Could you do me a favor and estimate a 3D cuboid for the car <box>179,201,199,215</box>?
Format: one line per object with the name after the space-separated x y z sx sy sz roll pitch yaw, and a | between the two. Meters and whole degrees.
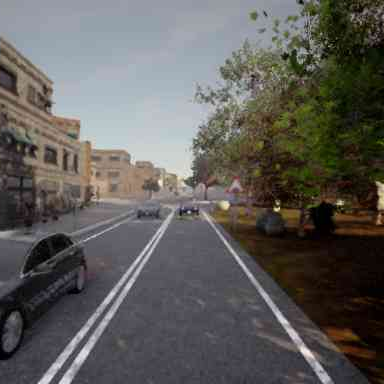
-0.254 1.539 32.653 1.895 1.301 4.718 0 0 0 | car

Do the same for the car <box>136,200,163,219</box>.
-3.574 1.476 28.618 1.837 1.490 4.892 0 0 -1 | car

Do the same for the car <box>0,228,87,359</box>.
-3.380 1.524 6.061 1.837 1.490 4.892 0 1 0 | car
